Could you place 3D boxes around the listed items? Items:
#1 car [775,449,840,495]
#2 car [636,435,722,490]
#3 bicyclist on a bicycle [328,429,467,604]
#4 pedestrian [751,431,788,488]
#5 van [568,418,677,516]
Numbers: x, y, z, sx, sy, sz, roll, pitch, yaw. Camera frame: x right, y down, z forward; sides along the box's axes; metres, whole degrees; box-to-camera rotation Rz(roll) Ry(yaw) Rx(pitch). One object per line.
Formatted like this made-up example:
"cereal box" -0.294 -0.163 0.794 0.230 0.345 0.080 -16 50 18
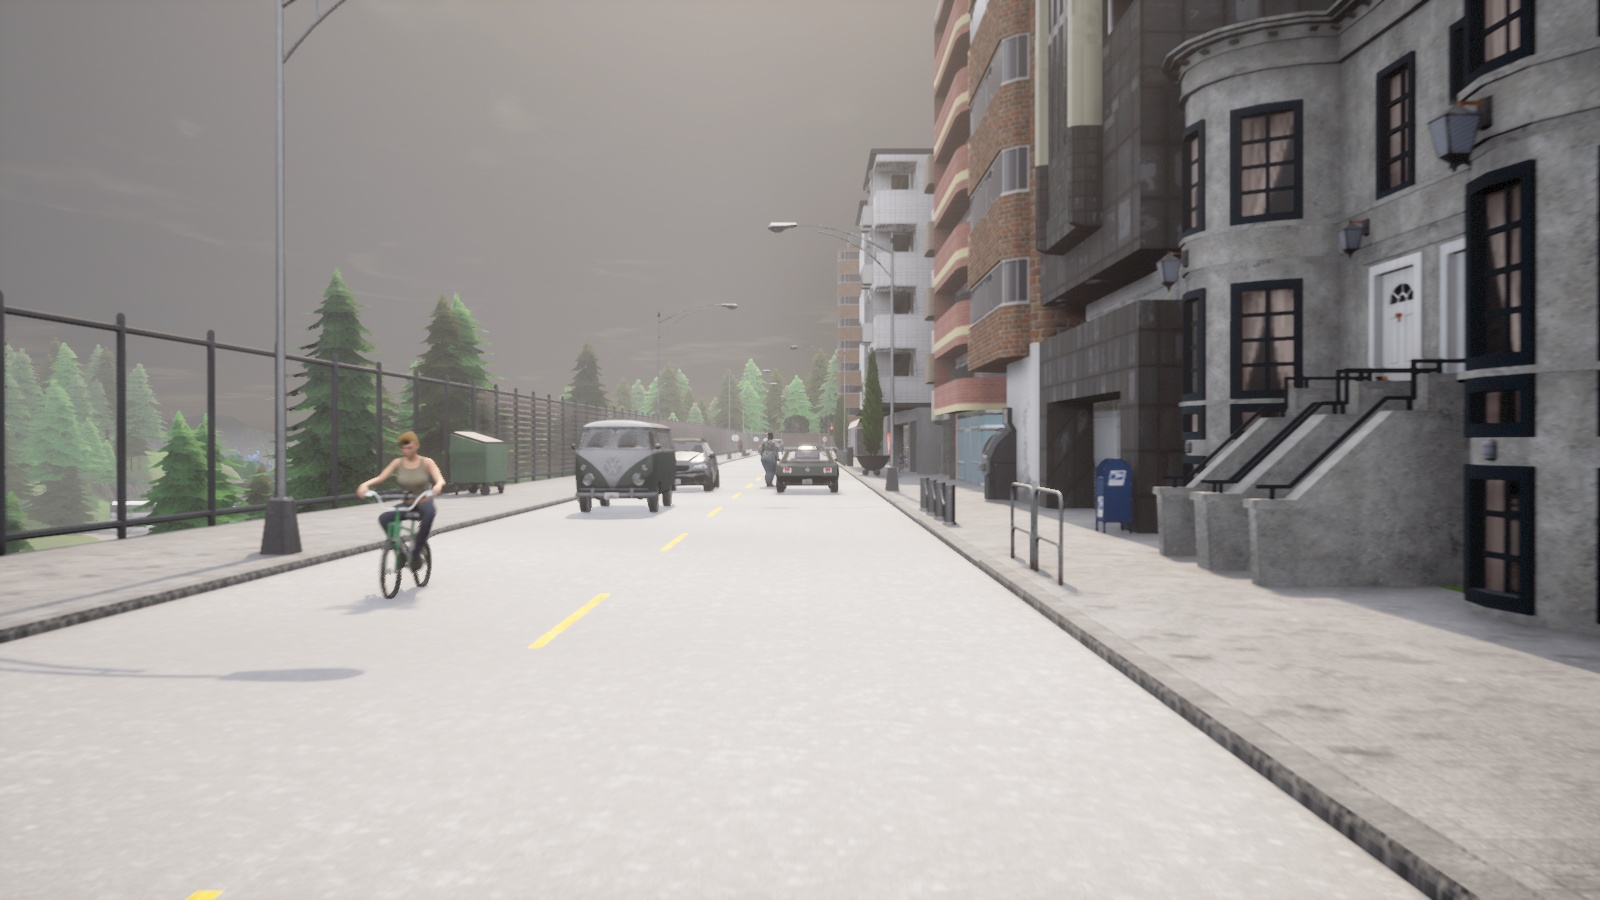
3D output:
"car" 0.230 0.629 38.735 1.895 1.301 4.718 0 0 0
"car" -3.761 0.363 39.885 2.242 1.667 4.611 0 0 0
"bicyclist on a bicycle" -3.910 0.610 12.324 0.866 1.612 1.509 0 0 1
"pedestrian" -1.016 0.306 41.842 0.874 1.855 0.900 0 0 45
"van" -3.828 0.339 27.791 1.775 1.987 4.442 0 0 0
